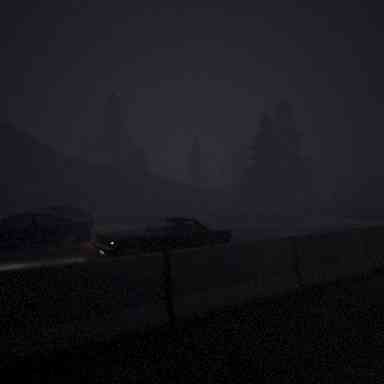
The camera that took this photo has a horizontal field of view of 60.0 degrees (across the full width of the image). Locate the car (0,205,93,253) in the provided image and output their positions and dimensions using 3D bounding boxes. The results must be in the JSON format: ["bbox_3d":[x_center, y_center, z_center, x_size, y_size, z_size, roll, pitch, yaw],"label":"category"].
[{"bbox_3d":[-6.281,1.448,12.255,5.008,1.535,1.882,0,0,-34],"label":"car"}]

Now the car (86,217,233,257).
[{"bbox_3d":[-0.958,1.570,11.622,4.718,1.301,1.895,0,0,-33],"label":"car"}]

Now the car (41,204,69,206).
[{"bbox_3d":[-8.308,1.458,19.324,4.892,1.490,1.837,0,0,-33],"label":"car"}]

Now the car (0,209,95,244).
[{"bbox_3d":[-7.265,1.562,15.841,4.718,1.301,1.895,0,0,-34],"label":"car"}]
